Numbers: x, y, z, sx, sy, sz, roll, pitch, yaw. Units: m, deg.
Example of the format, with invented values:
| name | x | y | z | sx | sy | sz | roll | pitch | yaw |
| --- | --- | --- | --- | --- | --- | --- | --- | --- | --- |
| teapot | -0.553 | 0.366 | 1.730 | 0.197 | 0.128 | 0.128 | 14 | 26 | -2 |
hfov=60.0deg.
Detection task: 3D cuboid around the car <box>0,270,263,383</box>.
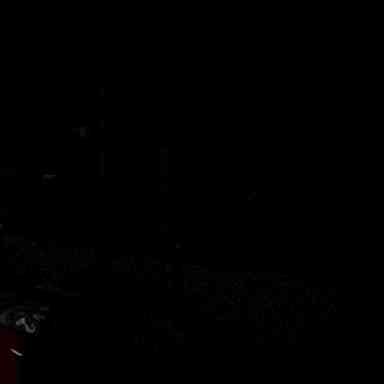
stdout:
| name | x | y | z | sx | sy | sz | roll | pitch | yaw |
| --- | --- | --- | --- | --- | --- | --- | --- | --- | --- |
| car | -1.303 | 1.580 | 3.738 | 4.206 | 1.307 | 1.802 | 0 | 0 | 35 |
